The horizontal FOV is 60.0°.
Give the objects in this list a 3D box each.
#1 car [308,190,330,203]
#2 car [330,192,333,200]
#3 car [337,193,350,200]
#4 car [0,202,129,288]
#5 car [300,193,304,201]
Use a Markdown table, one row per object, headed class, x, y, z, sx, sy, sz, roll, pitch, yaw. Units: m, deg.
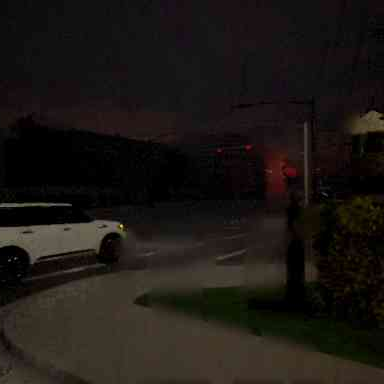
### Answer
| class | x | y | z | sx | sy | sz | roll | pitch | yaw |
| --- | --- | --- | --- | --- | --- | --- | --- | --- | --- |
| car | 19.508 | 0.957 | 51.646 | 1.837 | 1.490 | 4.892 | -1 | 1 | 35 |
| car | 27.997 | 0.600 | 70.027 | 2.150 | 2.045 | 5.566 | -1 | -1 | 35 |
| car | 31.118 | 0.899 | 68.375 | 1.994 | 1.385 | 4.181 | -1 | -1 | 35 |
| car | -4.434 | 1.311 | 9.905 | 2.150 | 2.045 | 5.566 | -3 | -2 | 34 |
| car | 20.978 | 0.848 | 59.840 | 1.882 | 1.535 | 5.008 | -1 | 0 | 35 |
